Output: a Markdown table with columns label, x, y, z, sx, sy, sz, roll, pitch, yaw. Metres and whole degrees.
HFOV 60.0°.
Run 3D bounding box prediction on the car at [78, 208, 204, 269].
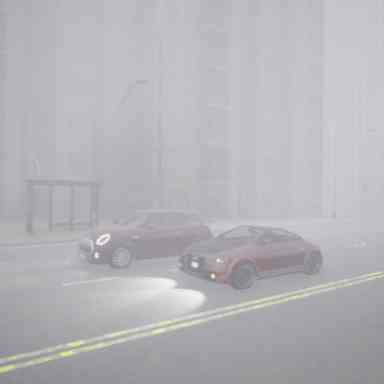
| label | x | y | z | sx | sy | sz | roll | pitch | yaw |
| --- | --- | --- | --- | --- | --- | --- | --- | --- | --- |
| car | -1.461 | 1.404 | 11.394 | 4.553 | 1.767 | 2.097 | 1 | 0 | -34 |

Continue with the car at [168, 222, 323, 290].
| label | x | y | z | sx | sy | sz | roll | pitch | yaw |
| --- | --- | --- | --- | --- | --- | --- | --- | --- | --- |
| car | 1.733 | 1.642 | 9.320 | 4.181 | 1.385 | 1.994 | 1 | 0 | -34 |
